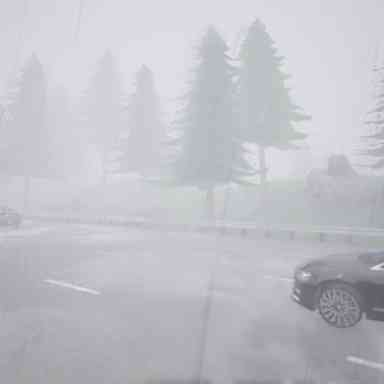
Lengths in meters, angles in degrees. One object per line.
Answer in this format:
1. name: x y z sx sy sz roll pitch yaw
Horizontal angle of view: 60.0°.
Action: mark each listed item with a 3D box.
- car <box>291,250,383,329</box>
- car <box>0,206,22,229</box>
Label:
1. car: 4.132 1.490 5.345 4.902 1.511 2.128 0 0 35
2. car: -13.115 1.670 21.855 4.902 1.511 2.128 0 0 36
